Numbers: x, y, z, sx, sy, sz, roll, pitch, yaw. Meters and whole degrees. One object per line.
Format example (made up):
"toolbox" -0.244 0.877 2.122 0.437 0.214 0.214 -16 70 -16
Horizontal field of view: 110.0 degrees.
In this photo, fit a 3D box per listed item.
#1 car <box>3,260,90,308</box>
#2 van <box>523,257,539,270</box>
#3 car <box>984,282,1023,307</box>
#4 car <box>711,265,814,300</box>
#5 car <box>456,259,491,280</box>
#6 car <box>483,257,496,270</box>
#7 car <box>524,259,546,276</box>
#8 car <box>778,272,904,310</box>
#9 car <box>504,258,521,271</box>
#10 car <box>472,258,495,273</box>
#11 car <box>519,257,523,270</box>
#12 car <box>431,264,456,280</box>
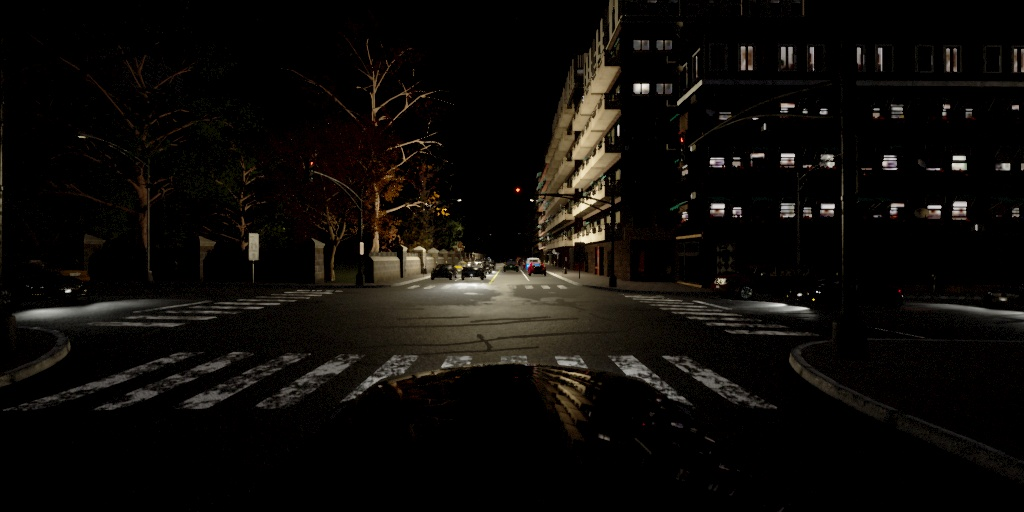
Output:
"car" -18.209 0.954 12.718 4.892 1.490 1.837 1 0 -1
"van" 2.495 1.116 42.510 1.690 1.789 3.998 0 0 0
"car" 24.948 1.764 16.545 4.674 1.442 1.812 1 0 -1
"car" 13.369 1.353 18.961 5.009 1.841 2.192 0 0 -1
"car" -3.234 1.256 31.022 2.128 1.511 4.902 0 0 0
"car" -3.330 1.279 51.749 2.128 1.511 4.902 0 0 0
"car" 2.522 1.314 36.880 1.888 1.381 4.507 0 0 0
"car" 15.112 1.623 16.398 4.181 1.385 1.994 1 0 -1
"car" -0.128 1.347 49.019 1.994 1.385 4.181 0 0 0
"car" -3.286 1.279 41.337 1.837 1.490 4.892 0 0 0
"car" 2.439 1.229 53.770 1.967 1.591 4.097 0 0 0
"car" -5.831 1.330 31.209 1.948 1.339 4.313 0 0 0
